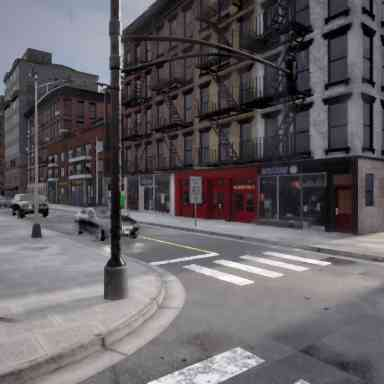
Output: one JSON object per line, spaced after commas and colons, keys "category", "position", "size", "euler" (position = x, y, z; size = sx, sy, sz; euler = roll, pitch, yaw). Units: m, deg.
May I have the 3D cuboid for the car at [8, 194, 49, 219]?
{"category": "car", "position": [-14.419, 1.176, 29.474], "size": [2.150, 2.045, 5.566], "euler": [0, 0, -37]}

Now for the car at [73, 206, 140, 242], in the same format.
{"category": "car", "position": [-4.322, 1.471, 16.368], "size": [2.128, 1.511, 4.902], "euler": [0, 0, -37]}

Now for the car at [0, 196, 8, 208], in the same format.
{"category": "car", "position": [-24.655, 1.302, 42.920], "size": [2.097, 1.767, 4.553], "euler": [0, 0, -38]}
